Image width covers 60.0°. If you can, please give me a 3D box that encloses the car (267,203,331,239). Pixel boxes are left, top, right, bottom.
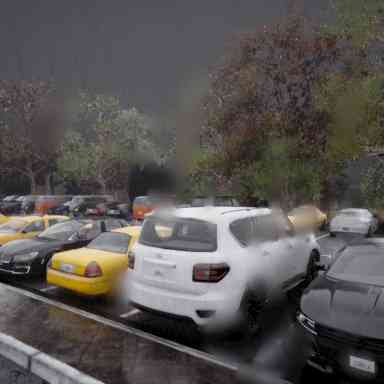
[{"bbox_3d":[6.378,1.552,19.288,1.946,1.575,5.366,0,0,36],"label":"car"}]

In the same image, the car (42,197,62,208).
[{"bbox_3d":[-11.448,1.539,32.439,2.097,1.535,5.008,0,0,36],"label":"car"}]

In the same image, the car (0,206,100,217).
[{"bbox_3d":[-5.807,1.540,11.964,1.946,1.575,5.366,0,0,36],"label":"car"}]

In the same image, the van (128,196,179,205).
[{"bbox_3d":[-2.517,1.294,26.105,1.878,1.987,4.442,0,0,36],"label":"van"}]

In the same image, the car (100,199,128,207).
[{"bbox_3d":[-4.812,1.546,27.660,2.163,1.488,4.792,0,0,36],"label":"car"}]

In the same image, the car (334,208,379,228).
[{"bbox_3d":[8.728,1.604,17.811,2.002,1.452,4.674,0,0,36],"label":"car"}]

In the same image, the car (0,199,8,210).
[{"bbox_3d":[-27.253,1.684,43.886,2.002,1.452,4.674,0,0,36],"label":"car"}]

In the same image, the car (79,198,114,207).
[{"bbox_3d":[-6.950,1.548,29.209,2.163,1.488,4.792,0,0,36],"label":"car"}]

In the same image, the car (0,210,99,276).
[{"bbox_3d":[-3.447,1.554,10.491,2.231,1.521,4.892,0,0,36],"label":"car"}]

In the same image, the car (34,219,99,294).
[{"bbox_3d":[-1.094,1.559,9.007,1.946,1.575,5.366,0,0,36],"label":"car"}]

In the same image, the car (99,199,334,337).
[{"bbox_3d":[1.063,1.320,7.251,2.435,2.045,5.566,0,0,36],"label":"car"}]

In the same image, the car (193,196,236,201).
[{"bbox_3d":[2.018,1.285,22.711,2.435,2.045,5.566,0,0,36],"label":"car"}]

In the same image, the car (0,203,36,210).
[{"bbox_3d":[-10.401,1.524,15.293,1.946,1.575,5.366,0,0,36],"label":"car"}]

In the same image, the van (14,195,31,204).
[{"bbox_3d":[-16.007,1.343,35.591,1.878,1.987,4.442,0,0,36],"label":"van"}]

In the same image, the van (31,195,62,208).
[{"bbox_3d":[-13.627,1.328,34.154,1.878,1.987,4.442,0,0,36],"label":"van"}]

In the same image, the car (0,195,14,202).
[{"bbox_3d":[-18.198,1.333,37.287,2.435,2.045,5.566,0,0,36],"label":"car"}]

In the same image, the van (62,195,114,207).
[{"bbox_3d":[-9.260,1.302,30.713,1.878,1.987,4.442,0,0,36],"label":"van"}]

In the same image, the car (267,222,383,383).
[{"bbox_3d":[3.297,1.580,5.604,2.097,1.535,5.008,0,0,36],"label":"car"}]

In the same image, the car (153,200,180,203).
[{"bbox_3d":[-0.258,1.556,24.290,2.163,1.488,4.792,0,0,36],"label":"car"}]
